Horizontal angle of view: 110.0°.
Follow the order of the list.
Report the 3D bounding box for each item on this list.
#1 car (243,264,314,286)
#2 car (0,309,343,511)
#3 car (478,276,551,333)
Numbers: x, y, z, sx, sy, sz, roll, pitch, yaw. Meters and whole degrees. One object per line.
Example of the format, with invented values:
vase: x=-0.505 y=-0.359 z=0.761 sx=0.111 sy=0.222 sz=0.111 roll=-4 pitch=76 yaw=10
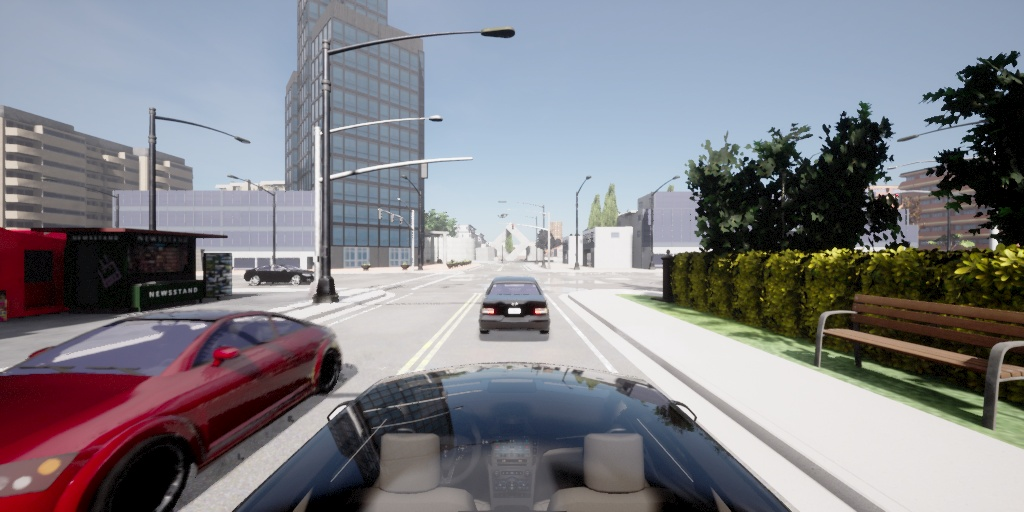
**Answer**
car: x=-16.694 y=1.349 z=26.080 sx=4.902 sy=1.511 sz=2.128 roll=-1 pitch=0 yaw=0
car: x=-3.593 y=1.314 z=3.827 sx=1.994 sy=1.385 sz=4.181 roll=0 pitch=0 yaw=0
car: x=0.067 y=1.297 z=10.673 sx=2.033 sy=1.411 sz=5.357 roll=0 pitch=0 yaw=0
